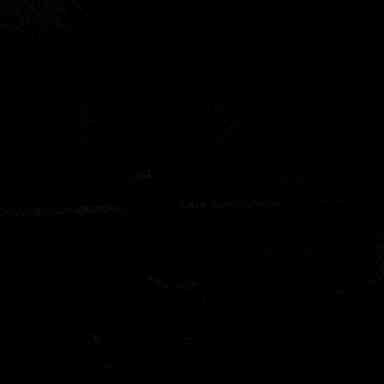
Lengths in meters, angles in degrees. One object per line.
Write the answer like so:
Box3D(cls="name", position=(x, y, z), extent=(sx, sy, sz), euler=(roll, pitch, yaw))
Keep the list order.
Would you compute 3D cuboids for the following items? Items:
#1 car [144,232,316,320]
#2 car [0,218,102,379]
Box3D(cls="car", position=(1.015, 1.579, 7.273), extent=(4.206, 1.307, 1.802), euler=(0, 0, -35))
Box3D(cls="car", position=(-3.615, 1.315, 3.979), extent=(5.009, 1.841, 2.192), euler=(0, 0, -35))
